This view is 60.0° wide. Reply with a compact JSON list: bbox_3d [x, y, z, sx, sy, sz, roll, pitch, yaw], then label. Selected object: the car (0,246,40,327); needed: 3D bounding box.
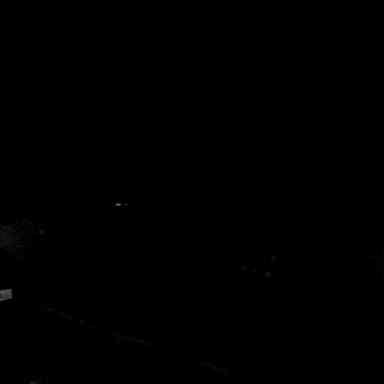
[{"bbox_3d":[-4.580,1.623,6.235,4.313,1.339,1.947,-1,0,36],"label":"car"}]
